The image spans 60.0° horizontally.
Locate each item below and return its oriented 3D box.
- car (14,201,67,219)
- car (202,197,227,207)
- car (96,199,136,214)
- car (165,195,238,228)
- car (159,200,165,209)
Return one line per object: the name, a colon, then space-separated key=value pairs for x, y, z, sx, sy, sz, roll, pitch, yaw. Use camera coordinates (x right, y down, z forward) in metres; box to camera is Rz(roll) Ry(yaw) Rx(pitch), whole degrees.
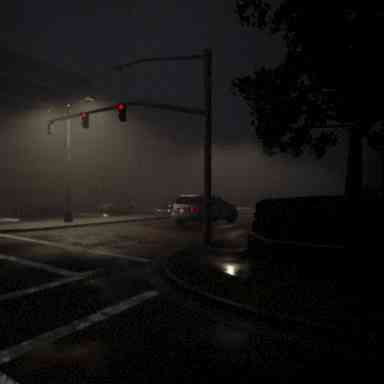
car: x=-13.070 y=1.520 z=28.913 sx=1.994 sy=1.385 sz=4.181 roll=0 pitch=0 yaw=36
car: x=3.561 y=1.520 z=51.668 sx=1.994 sy=1.385 sz=4.181 roll=0 pitch=0 yaw=36
car: x=-8.057 y=1.480 z=35.779 sx=1.812 sy=1.442 sz=4.674 roll=0 pitch=0 yaw=36
car: x=0.976 y=1.201 z=22.466 sx=2.150 sy=2.045 sz=5.566 roll=0 pitch=0 yaw=37
car: x=-2.302 y=1.308 z=43.657 sx=2.097 sy=1.767 sz=4.553 roll=0 pitch=0 yaw=36
